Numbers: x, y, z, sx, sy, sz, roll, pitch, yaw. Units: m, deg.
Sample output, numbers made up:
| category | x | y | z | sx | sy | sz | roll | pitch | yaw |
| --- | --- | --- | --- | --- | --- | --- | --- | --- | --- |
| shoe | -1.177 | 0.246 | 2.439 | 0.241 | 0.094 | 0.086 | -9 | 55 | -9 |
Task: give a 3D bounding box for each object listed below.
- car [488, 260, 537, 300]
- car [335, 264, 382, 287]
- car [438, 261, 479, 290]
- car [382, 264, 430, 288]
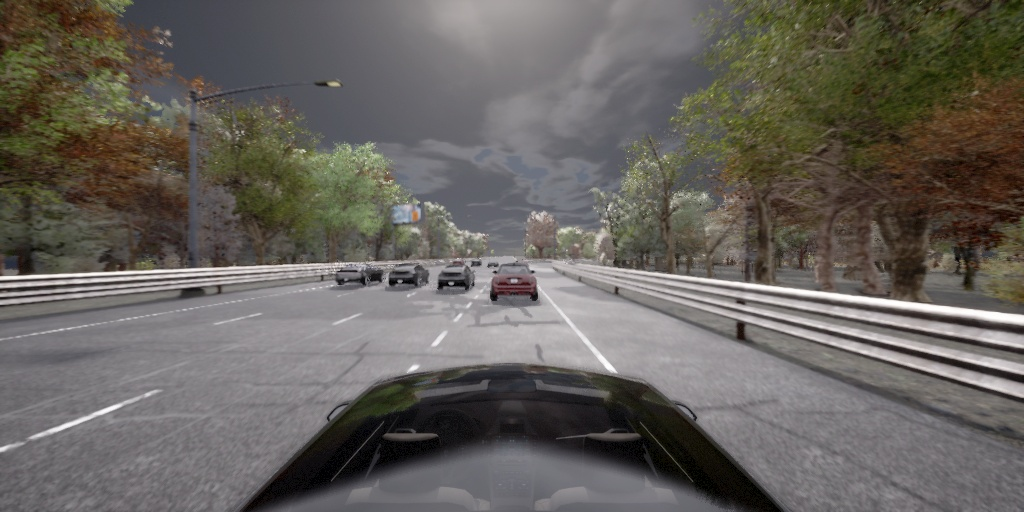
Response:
| category | x | y | z | sx | sy | sz | roll | pitch | yaw |
| --- | --- | --- | --- | --- | --- | --- | --- | --- | --- |
| car | 0.098 | 1.124 | 17.999 | 2.097 | 1.767 | 4.553 | 0 | 0 | 0 |
| car | -10.404 | 1.274 | 24.941 | 2.128 | 1.511 | 4.902 | 0 | 0 | 0 |
| car | -3.403 | 1.284 | 22.554 | 1.837 | 1.490 | 4.892 | 0 | 0 | 0 |
| car | -6.904 | 1.287 | 24.493 | 1.837 | 1.490 | 4.892 | 0 | 0 | 0 |
